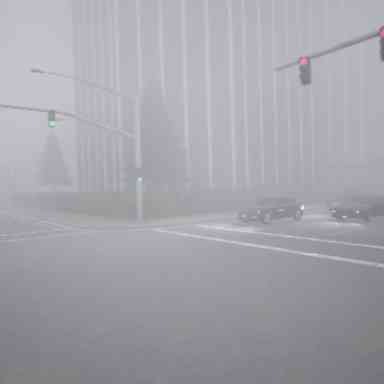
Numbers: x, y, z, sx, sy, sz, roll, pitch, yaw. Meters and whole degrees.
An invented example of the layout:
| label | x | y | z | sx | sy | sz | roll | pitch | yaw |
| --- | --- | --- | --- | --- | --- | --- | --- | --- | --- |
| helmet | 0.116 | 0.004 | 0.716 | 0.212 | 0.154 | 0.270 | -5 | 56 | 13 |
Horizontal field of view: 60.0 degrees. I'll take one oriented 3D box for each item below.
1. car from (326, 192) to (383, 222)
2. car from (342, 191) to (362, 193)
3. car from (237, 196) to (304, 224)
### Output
| label | x | y | z | sx | sy | sz | roll | pitch | yaw |
| --- | --- | --- | --- | --- | --- | --- | --- | --- | --- |
| car | 10.548 | 0.906 | 20.118 | 5.357 | 1.411 | 2.033 | -2 | 1 | -38 |
| car | 12.396 | 0.707 | 25.983 | 4.902 | 1.511 | 2.128 | -3 | 1 | -38 |
| car | 4.799 | 1.025 | 20.084 | 4.892 | 1.490 | 1.837 | -2 | 1 | -38 |
